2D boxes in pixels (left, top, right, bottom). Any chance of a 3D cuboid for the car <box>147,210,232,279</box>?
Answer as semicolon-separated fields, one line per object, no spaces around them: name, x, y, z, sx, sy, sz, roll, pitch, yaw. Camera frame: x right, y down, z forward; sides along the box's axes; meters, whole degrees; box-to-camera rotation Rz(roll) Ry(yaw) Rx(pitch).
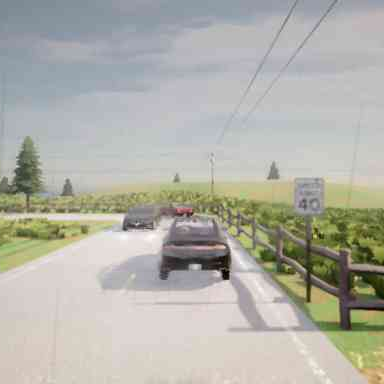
car;0.080;1.531;10.140;2.128;1.511;4.902;0;0;0

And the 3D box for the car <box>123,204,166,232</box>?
car;-3.023;1.585;20.979;1.837;1.490;4.892;1;0;1

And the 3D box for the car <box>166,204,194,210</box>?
car;-1.851;1.717;30.798;1.895;1.301;4.718;0;0;-33
